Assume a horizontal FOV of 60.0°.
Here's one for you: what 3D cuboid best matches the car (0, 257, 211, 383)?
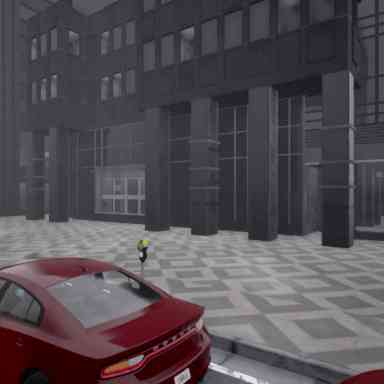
[{"bbox_3d":[-1.903,1.546,4.309,4.507,1.381,1.887,0,0,35],"label":"car"}]

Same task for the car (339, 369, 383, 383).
[{"bbox_3d":[2.693,1.544,1.047,4.507,1.381,1.887,0,0,35],"label":"car"}]
